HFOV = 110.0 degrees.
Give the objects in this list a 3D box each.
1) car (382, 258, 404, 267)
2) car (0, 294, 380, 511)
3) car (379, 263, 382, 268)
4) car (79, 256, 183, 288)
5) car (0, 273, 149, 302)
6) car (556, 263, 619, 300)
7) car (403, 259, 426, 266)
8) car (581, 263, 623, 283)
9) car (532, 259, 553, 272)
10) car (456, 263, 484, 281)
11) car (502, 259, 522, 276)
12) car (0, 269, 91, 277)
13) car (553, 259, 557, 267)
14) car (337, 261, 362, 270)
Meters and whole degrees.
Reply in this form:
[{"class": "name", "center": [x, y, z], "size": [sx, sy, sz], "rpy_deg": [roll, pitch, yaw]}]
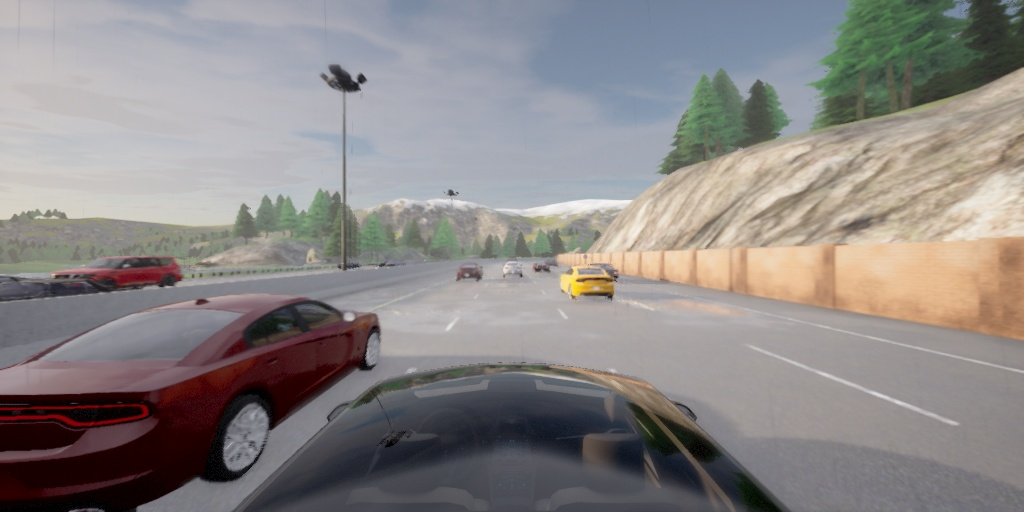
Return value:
[{"class": "car", "center": [-17.576, 1.125, 54.518], "size": [2.097, 1.767, 4.553], "rpy_deg": [0, 0, 1]}, {"class": "car", "center": [-3.363, 1.232, 4.706], "size": [1.882, 1.535, 5.008], "rpy_deg": [0, 0, 0]}, {"class": "car", "center": [-21.050, 1.370, 61.399], "size": [1.895, 1.301, 4.718], "rpy_deg": [0, 0, 0]}, {"class": "car", "center": [-21.103, 0.996, 19.444], "size": [2.150, 2.045, 5.566], "rpy_deg": [0, 0, 0]}, {"class": "car", "center": [-14.102, 1.368, 10.533], "size": [1.895, 1.301, 4.718], "rpy_deg": [0, 0, 0]}, {"class": "car", "center": [3.594, 1.224, 17.767], "size": [1.882, 1.535, 5.008], "rpy_deg": [0, 0, 0]}, {"class": "car", "center": [-14.077, 1.275, 53.167], "size": [1.837, 1.490, 4.892], "rpy_deg": [0, 0, 0]}, {"class": "car", "center": [7.046, 1.289, 28.776], "size": [2.033, 1.411, 5.357], "rpy_deg": [0, 0, 0]}, {"class": "car", "center": [3.561, 1.348, 44.437], "size": [1.895, 1.301, 4.718], "rpy_deg": [0, 0, 0]}, {"class": "car", "center": [-3.424, 1.280, 29.654], "size": [1.812, 1.442, 4.674], "rpy_deg": [0, 0, 0]}, {"class": "car", "center": [0.073, 1.277, 36.314], "size": [1.812, 1.442, 4.674], "rpy_deg": [0, 0, 0]}, {"class": "car", "center": [-17.603, 1.319, 11.355], "size": [2.033, 1.411, 5.357], "rpy_deg": [0, 0, 0]}, {"class": "car", "center": [7.057, 1.234, 64.422], "size": [2.128, 1.511, 4.902], "rpy_deg": [0, 0, 0]}, {"class": "car", "center": [-24.565, 1.382, 54.346], "size": [1.895, 1.301, 4.718], "rpy_deg": [0, 0, 1]}]
